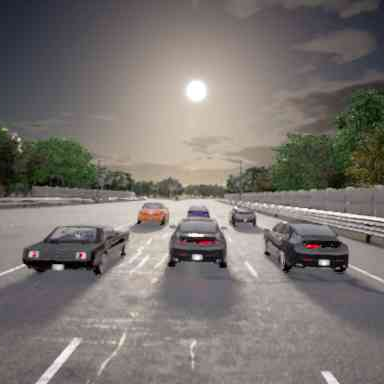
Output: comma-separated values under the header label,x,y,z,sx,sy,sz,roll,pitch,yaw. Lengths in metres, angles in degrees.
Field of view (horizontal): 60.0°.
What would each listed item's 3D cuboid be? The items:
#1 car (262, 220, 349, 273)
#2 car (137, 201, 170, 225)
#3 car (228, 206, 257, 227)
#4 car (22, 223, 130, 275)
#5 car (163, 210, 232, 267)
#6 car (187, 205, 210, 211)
label,x,y,z,sx,sy,sz,roll,pitch,yaw
car,3.706,1.728,11.573,1.837,1.490,4.892,1,-1,1
car,-2.999,1.603,26.782,2.097,1.767,4.553,1,-1,1
car,4.003,1.910,26.926,2.128,1.511,4.902,1,-1,1
car,-3.320,1.648,10.639,1.895,1.301,4.718,1,-1,2
car,0.218,1.654,12.056,1.837,1.490,4.892,1,0,1
car,0.543,1.835,28.595,1.882,1.535,5.008,1,-1,1
